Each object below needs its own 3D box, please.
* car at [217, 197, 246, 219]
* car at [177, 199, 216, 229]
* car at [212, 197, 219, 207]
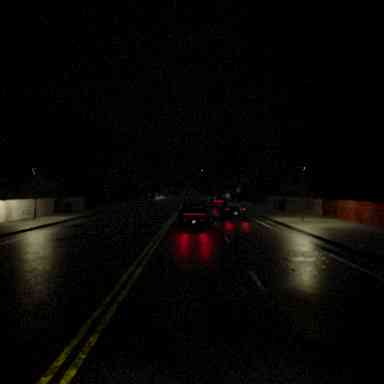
[{"bbox_3d":[3.369,1.440,27.901,1.812,1.442,4.674,0,0,0],"label":"car"},{"bbox_3d":[0.110,1.428,20.824,2.128,1.511,4.902,0,0,0],"label":"car"},{"bbox_3d":[3.340,1.354,43.975,2.128,1.511,4.902,0,0,0],"label":"car"}]
